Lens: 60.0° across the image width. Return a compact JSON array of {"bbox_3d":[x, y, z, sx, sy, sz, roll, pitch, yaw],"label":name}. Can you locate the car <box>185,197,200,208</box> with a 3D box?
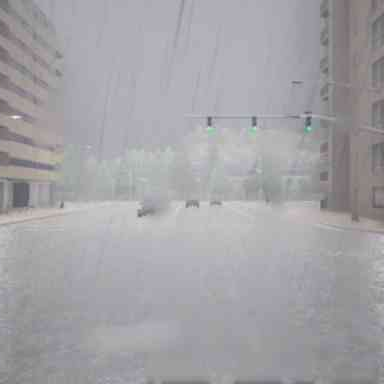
[{"bbox_3d":[0.089,1.409,46.279,1.837,1.490,4.892,0,0,0],"label":"car"}]

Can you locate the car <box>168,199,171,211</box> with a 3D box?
[{"bbox_3d":[-3.589,1.422,39.841,1.837,1.490,4.892,0,0,0],"label":"car"}]

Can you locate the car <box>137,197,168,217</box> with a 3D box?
[{"bbox_3d":[-3.600,1.290,30.059,2.097,1.767,4.553,0,0,0],"label":"car"}]

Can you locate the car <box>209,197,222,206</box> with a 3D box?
[{"bbox_3d":[3.746,1.438,52.598,2.033,1.411,5.357,0,0,4],"label":"car"}]
